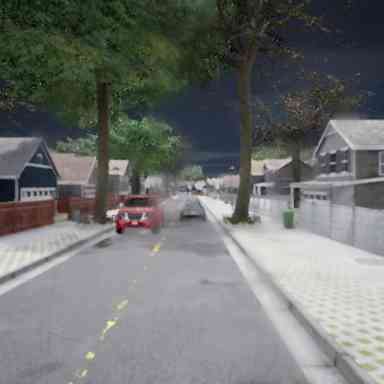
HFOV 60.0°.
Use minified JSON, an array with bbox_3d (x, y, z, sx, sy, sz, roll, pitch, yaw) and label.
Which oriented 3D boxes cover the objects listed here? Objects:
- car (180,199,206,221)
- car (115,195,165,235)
[{"bbox_3d":[0.098,1.490,26.614,1.994,1.385,4.181,0,0,0],"label":"car"},{"bbox_3d":[-2.777,1.171,18.981,2.150,2.045,5.566,0,0,1],"label":"car"}]
